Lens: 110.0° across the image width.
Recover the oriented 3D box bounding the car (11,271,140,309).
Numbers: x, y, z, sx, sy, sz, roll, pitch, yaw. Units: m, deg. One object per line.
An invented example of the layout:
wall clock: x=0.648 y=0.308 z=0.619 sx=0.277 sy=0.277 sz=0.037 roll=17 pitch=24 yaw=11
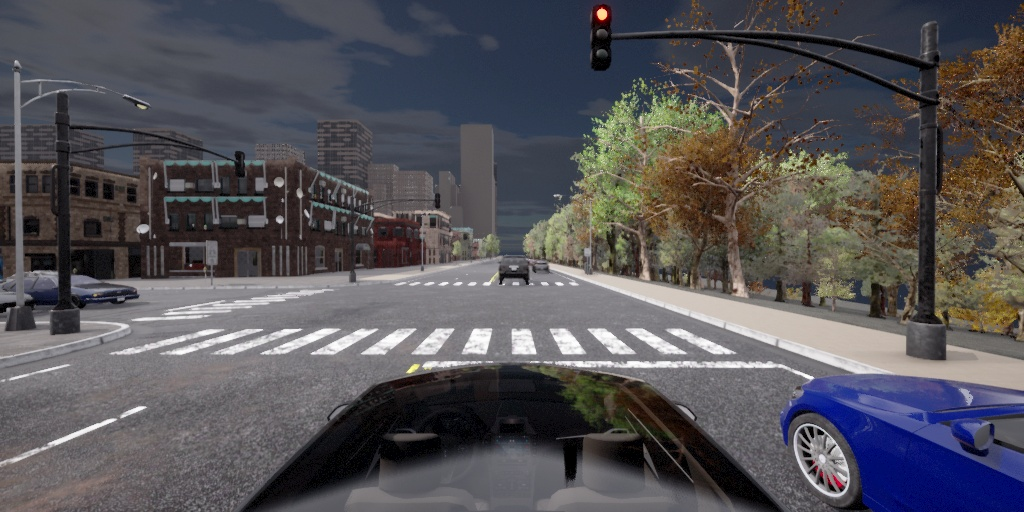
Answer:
car: x=-19.552 y=1.514 z=15.496 sx=5.357 sy=1.411 sz=2.033 roll=-1 pitch=1 yaw=0

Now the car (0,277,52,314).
car: x=-19.926 y=1.564 z=12.792 sx=4.313 sy=1.339 sz=1.948 roll=0 pitch=0 yaw=0

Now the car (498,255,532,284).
car: x=0.147 y=0.962 z=27.036 sx=2.150 sy=2.045 sz=5.566 roll=0 pitch=0 yaw=0

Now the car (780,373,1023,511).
car: x=3.346 y=1.276 z=1.350 sx=1.812 sy=1.442 sz=4.674 roll=0 pitch=0 yaw=2

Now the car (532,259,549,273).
car: x=3.429 y=1.223 z=43.384 sx=2.128 sy=1.511 sz=4.902 roll=0 pitch=0 yaw=0
